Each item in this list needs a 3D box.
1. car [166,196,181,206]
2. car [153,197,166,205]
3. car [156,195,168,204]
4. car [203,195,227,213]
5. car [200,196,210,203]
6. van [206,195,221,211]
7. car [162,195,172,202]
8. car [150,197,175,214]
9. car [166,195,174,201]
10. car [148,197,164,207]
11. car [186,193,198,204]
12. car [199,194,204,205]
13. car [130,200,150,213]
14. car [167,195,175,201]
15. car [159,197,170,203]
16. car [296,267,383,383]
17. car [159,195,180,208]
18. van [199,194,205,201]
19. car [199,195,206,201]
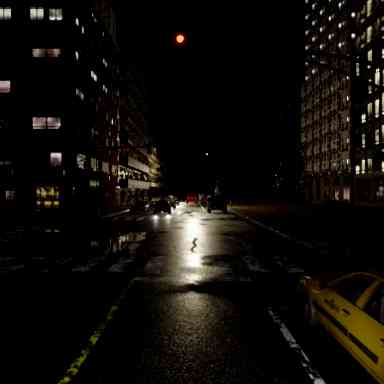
[{"bbox_3d":[-3.048,1.525,55.625,2.128,1.511,4.902,0,0,0],"label":"car"},{"bbox_3d":[-5.696,1.582,58.501,1.887,1.381,4.507,0,0,0],"label":"car"},{"bbox_3d":[-5.697,1.487,64.029,1.967,1.590,4.097,0,0,0],"label":"car"},{"bbox_3d":[2.684,1.326,36.397,2.192,1.841,5.009,0,0,0],"label":"car"},{"bbox_3d":[2.684,1.600,69.556,1.887,1.381,4.507,0,0,0],"label":"car"},{"bbox_3d":[2.684,1.357,41.922,1.690,1.788,3.998,0,0,0],"label":"van"},{"bbox_3d":[-5.697,1.505,75.082,1.967,1.590,4.097,0,0,0],"label":"car"},{"bbox_3d":[-3.123,1.558,35.304,2.033,1.411,5.357,0,0,-4],"label":"car"},{"bbox_3d":[-5.697,1.611,85.966,1.752,1.417,4.829,0,0,0],"label":"car"},{"bbox_3d":[-5.696,1.580,52.975,2.008,1.369,4.403,0,0,0],"label":"car"},{"bbox_3d":[-0.003,1.270,65.203,2.150,2.045,5.566,0,0,0],"label":"car"},{"bbox_3d":[2.683,1.353,58.502,2.192,1.841,5.009,0,0,0],"label":"car"},{"bbox_3d":[-5.694,1.562,36.396,2.008,1.369,4.403,0,0,0],"label":"car"},{"bbox_3d":[-5.697,1.642,91.661,1.887,1.381,4.507,0,0,0],"label":"car"},{"bbox_3d":[-5.696,1.637,69.556,1.802,1.307,4.206,0,0,0],"label":"car"},{"bbox_3d":[2.686,1.525,4.154,1.752,1.417,4.829,0,0,0],"label":"car"},{"bbox_3d":[-3.090,1.567,45.432,2.033,1.411,5.357,0,0,0],"label":"car"},{"bbox_3d":[2.682,1.439,91.662,1.690,1.788,3.998,0,0,0],"label":"van"},{"bbox_3d":[2.683,1.611,86.306,1.752,1.417,4.829,0,0,0],"label":"car"}]
